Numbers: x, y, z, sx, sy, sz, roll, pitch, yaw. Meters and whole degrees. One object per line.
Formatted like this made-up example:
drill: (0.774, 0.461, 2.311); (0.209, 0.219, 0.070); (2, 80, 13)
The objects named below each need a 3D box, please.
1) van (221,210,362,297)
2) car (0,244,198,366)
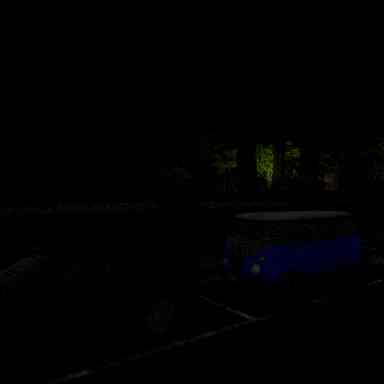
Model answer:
van: (2.596, 1.371, 8.388); (3.998, 1.788, 1.690); (0, 0, -36)
car: (-2.010, 1.550, 5.102); (4.507, 1.381, 1.887); (0, 0, -36)
